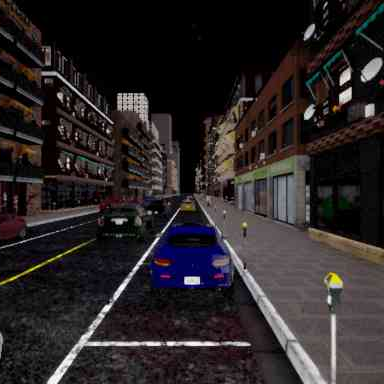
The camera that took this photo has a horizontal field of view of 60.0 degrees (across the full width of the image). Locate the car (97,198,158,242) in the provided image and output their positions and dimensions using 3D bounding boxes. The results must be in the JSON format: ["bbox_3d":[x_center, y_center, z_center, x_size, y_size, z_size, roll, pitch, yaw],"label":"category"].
[{"bbox_3d":[-3.129,1.352,16.504,2.097,1.767,4.553,0,0,0],"label":"car"}]

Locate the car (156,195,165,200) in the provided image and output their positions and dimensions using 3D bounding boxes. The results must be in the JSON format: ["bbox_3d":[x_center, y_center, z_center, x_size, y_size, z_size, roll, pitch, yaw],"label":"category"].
[{"bbox_3d":[-8.834,1.539,93.519,2.008,1.369,4.403,0,0,0],"label":"car"}]

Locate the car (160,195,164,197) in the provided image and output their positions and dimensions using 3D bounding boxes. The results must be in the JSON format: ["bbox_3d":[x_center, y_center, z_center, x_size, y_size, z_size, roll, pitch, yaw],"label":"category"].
[{"bbox_3d":[-8.834,1.541,87.882,2.008,1.369,4.403,0,0,0],"label":"car"}]

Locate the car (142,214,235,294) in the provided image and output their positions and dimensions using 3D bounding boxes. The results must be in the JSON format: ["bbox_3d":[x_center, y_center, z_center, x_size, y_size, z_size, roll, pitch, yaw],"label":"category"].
[{"bbox_3d":[0.004,1.526,8.649,1.812,1.442,4.674,0,0,0],"label":"car"}]

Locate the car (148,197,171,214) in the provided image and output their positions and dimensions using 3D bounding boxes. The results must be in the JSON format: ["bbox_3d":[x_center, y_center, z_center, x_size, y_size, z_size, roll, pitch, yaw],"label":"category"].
[{"bbox_3d":[-3.129,1.507,31.572,1.837,1.490,4.892,0,1,0],"label":"car"}]

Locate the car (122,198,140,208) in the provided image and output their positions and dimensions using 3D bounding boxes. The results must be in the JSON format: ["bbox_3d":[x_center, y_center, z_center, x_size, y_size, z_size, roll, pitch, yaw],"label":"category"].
[{"bbox_3d":[-8.834,1.543,48.430,1.887,1.381,4.507,0,0,0],"label":"car"}]

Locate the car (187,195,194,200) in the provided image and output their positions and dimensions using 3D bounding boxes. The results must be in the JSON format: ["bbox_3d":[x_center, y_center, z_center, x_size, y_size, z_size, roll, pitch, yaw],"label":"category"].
[{"bbox_3d":[-0.452,1.513,93.685,1.752,1.417,4.829,0,0,0],"label":"car"}]

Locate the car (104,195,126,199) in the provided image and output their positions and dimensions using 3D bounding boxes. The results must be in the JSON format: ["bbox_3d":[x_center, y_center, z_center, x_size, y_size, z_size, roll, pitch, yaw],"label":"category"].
[{"bbox_3d":[-8.833,1.314,37.157,2.192,1.841,5.009,0,0,0],"label":"car"}]

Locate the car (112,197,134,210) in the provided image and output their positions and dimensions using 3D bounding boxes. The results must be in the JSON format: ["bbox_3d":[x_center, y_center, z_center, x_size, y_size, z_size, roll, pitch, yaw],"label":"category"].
[{"bbox_3d":[-8.834,1.439,42.793,1.967,1.590,4.097,0,0,0],"label":"car"}]

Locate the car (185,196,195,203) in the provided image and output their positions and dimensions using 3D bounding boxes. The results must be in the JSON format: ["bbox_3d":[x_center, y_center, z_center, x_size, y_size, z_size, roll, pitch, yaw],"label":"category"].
[{"bbox_3d":[-0.453,1.545,70.970,2.008,1.369,4.403,0,0,0],"label":"car"}]

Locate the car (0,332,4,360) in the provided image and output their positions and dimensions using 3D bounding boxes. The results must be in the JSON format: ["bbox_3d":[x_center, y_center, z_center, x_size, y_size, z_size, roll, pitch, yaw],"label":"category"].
[{"bbox_3d":[-3.145,1.525,1.998,1.812,1.442,4.674,0,0,0],"label":"car"}]

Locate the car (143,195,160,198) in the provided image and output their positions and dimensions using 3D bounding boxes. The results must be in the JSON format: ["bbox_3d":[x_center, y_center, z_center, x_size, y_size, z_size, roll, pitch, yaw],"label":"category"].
[{"bbox_3d":[-6.164,1.349,46.710,2.097,1.767,4.553,0,0,0],"label":"car"}]

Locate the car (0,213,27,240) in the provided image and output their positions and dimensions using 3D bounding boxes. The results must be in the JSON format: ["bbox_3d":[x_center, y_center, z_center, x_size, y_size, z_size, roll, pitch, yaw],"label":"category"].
[{"bbox_3d":[-8.835,1.583,14.612,1.802,1.307,4.206,0,0,0],"label":"car"}]

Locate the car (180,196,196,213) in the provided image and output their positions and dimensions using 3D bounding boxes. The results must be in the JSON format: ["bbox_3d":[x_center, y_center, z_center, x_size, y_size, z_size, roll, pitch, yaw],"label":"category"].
[{"bbox_3d":[-0.454,1.525,37.323,1.752,1.417,4.829,0,0,0],"label":"car"}]
